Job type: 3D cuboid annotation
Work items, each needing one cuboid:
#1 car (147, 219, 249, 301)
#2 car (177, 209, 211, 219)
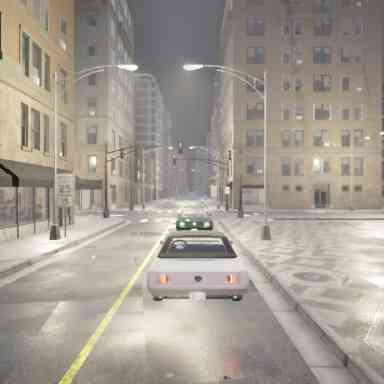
[{"bbox_3d":[0.109,1.601,8.262,1.895,1.301,4.718,0,0,0],"label":"car"},{"bbox_3d":[0.121,1.600,18.497,1.895,1.301,4.718,0,0,0],"label":"car"}]
